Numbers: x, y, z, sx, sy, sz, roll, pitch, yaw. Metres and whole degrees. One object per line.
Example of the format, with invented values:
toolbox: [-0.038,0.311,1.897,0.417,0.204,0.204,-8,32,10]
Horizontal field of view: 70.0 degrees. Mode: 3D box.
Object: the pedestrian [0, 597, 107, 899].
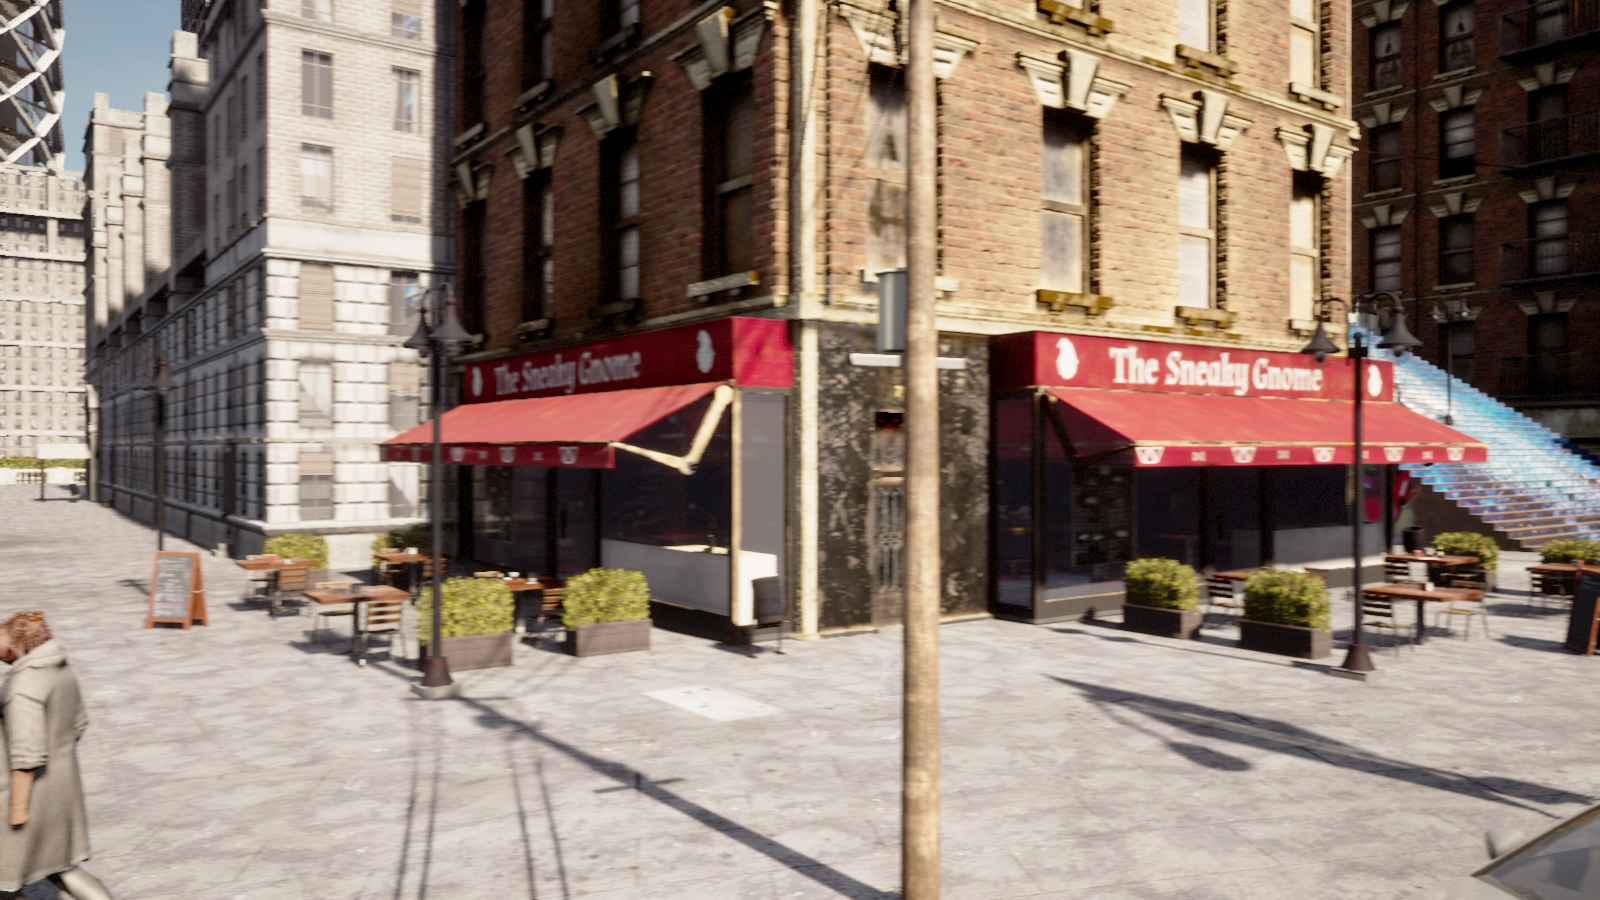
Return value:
pedestrian: [-3.770,1.694,5.739,0.375,1.860,0.375,0,0,-7]
